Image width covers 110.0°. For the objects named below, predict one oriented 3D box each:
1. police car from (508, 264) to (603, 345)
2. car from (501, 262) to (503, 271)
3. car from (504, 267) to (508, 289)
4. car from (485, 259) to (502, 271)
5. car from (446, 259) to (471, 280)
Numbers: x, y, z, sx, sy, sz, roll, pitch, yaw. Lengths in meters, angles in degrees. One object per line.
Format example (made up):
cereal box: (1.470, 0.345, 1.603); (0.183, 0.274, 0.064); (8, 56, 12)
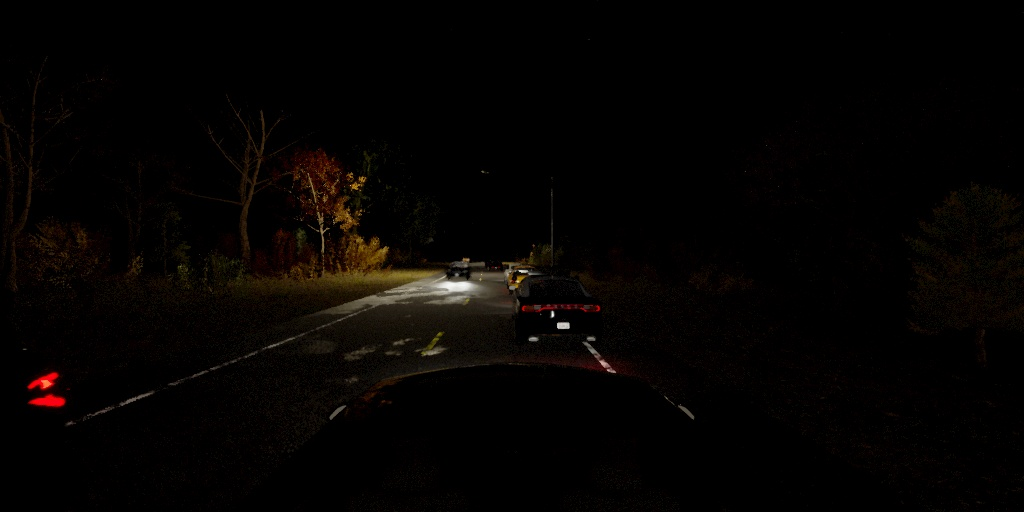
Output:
police car: (0.964, 1.174, 9.663); (1.930, 1.638, 5.238); (0, 0, -1)
car: (0.401, 1.264, 25.633); (1.812, 1.442, 4.674); (0, 0, -3)
car: (0.667, 1.200, 19.795); (1.801, 1.575, 5.366); (0, 0, -2)
car: (-2.225, 1.234, 47.620); (1.837, 1.490, 4.892); (0, 0, -5)
car: (-4.493, 1.231, 30.660); (2.128, 1.511, 4.902); (0, 0, -4)
